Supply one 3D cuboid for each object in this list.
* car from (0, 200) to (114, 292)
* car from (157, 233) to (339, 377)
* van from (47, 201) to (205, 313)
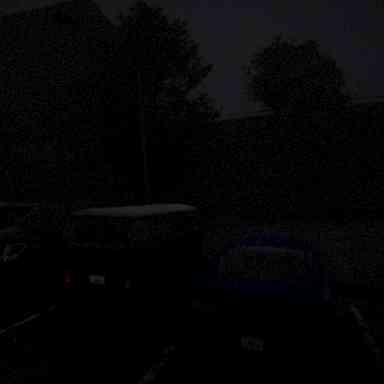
[{"bbox_3d":[-3.455,1.271,9.491,2.435,2.045,5.566,0,-1,17],"label":"car"},{"bbox_3d":[1.355,1.506,5.933,2.097,1.535,5.008,0,-1,17],"label":"car"},{"bbox_3d":[-1.015,1.290,7.842,1.878,1.987,4.442,0,-1,17],"label":"van"}]
